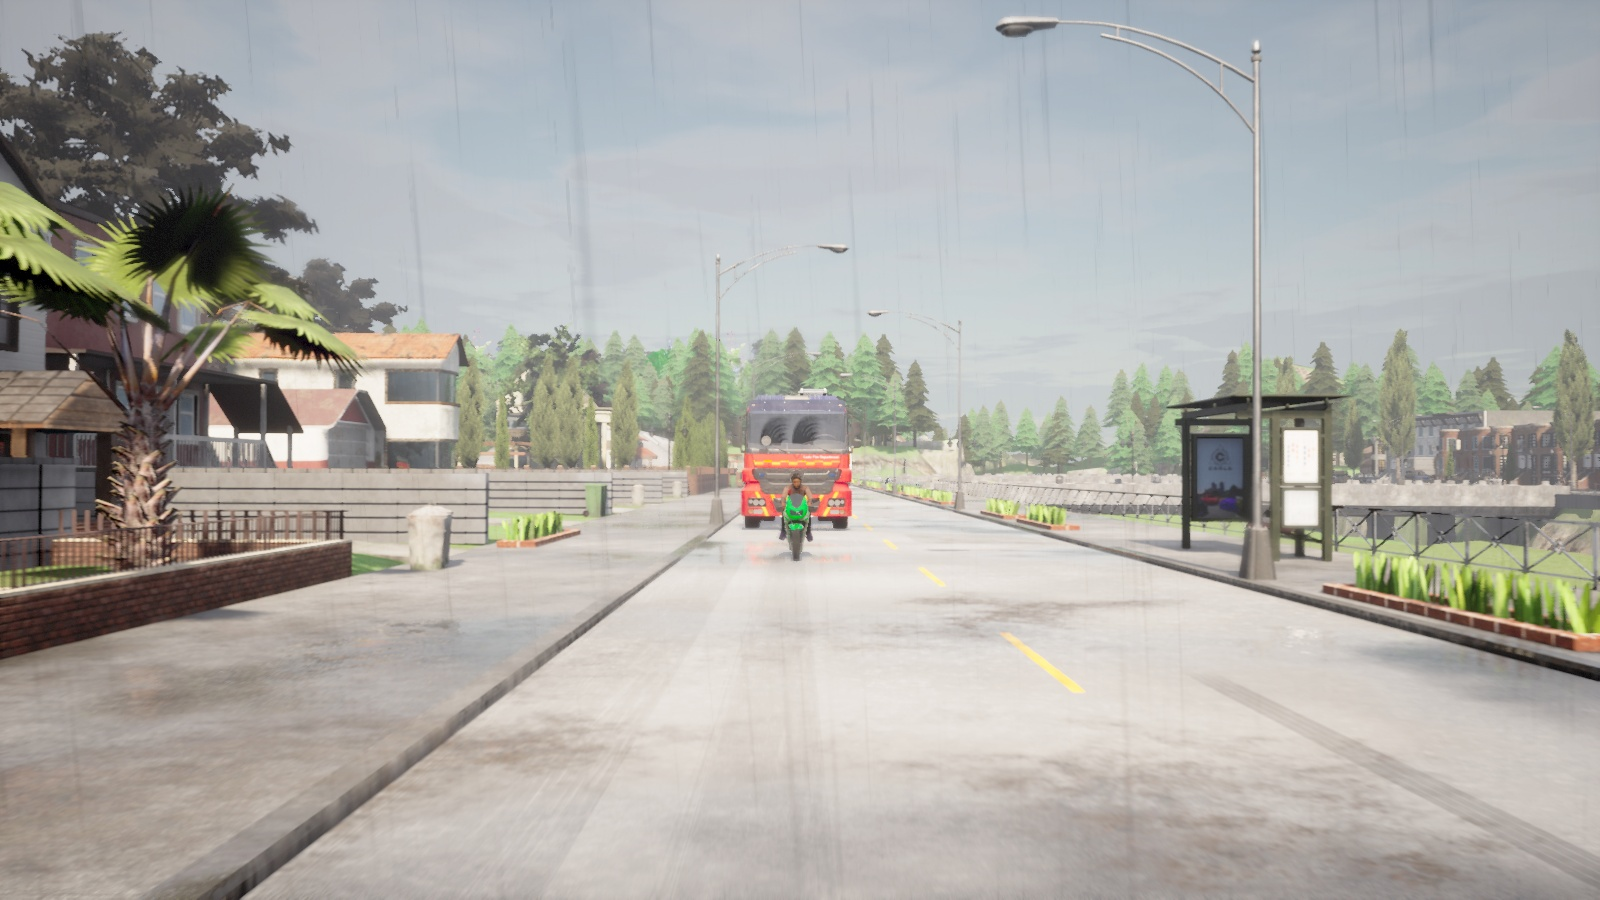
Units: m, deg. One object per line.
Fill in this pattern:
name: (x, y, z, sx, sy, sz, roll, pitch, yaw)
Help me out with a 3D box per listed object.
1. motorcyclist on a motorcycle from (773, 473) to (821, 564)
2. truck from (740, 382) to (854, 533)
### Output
motorcyclist on a motorcycle: (-0.052, 1.169, 22.202, 0.797, 1.523, 2.044, 0, -1, 0)
truck: (-0.090, 0.257, 36.213, 2.891, 3.827, 8.468, 0, -1, 0)
